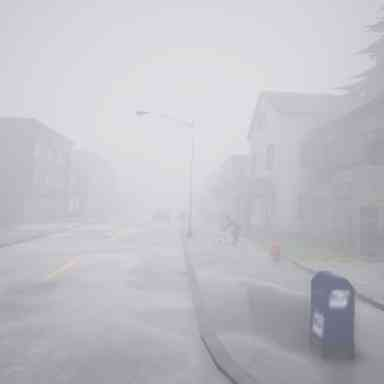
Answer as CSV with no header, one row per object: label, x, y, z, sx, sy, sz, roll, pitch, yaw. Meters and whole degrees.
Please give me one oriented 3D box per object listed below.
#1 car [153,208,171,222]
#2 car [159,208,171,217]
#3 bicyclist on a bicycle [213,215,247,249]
car,-3.560,2.683,39.083,2.128,1.511,4.902,2,-2,-3
car,-4.401,3.286,54.765,1.895,1.301,4.718,2,-2,-3
bicyclist on a bicycle,1.865,1.958,16.164,1.656,1.620,0.582,2,-2,-3
